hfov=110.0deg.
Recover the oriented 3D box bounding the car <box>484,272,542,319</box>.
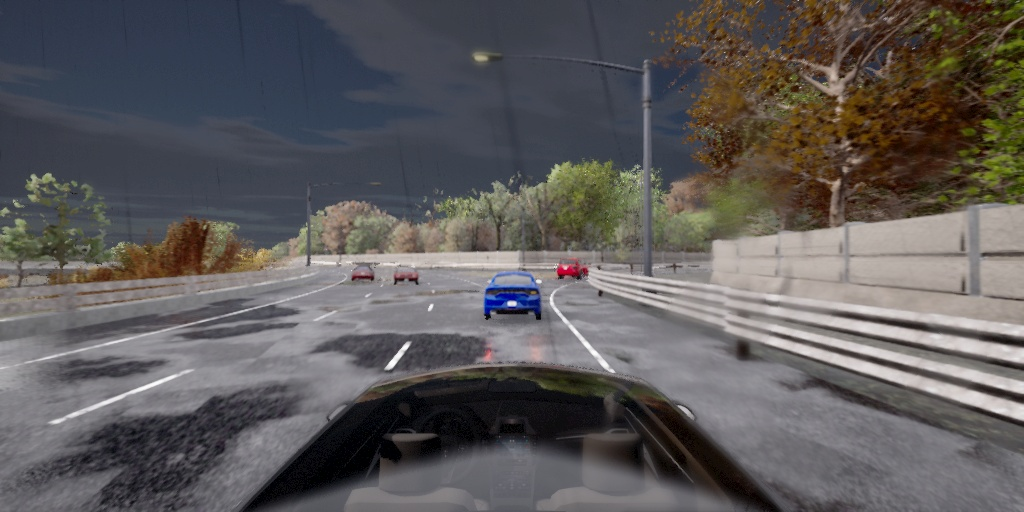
[{"bbox_3d":[0.087,1.321,13.353,1.882,1.535,5.008,0,-1,2],"label":"car"}]

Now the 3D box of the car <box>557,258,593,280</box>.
[{"bbox_3d":[6.259,1.230,34.735,2.150,2.045,5.566,-1,-1,32],"label":"car"}]

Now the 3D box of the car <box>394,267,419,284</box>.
[{"bbox_3d":[-8.760,1.582,29.566,1.895,1.301,4.718,0,0,-18],"label":"car"}]

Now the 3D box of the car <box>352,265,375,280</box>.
[{"bbox_3d":[-14.362,1.591,34.674,1.994,1.385,4.181,0,0,-21],"label":"car"}]
